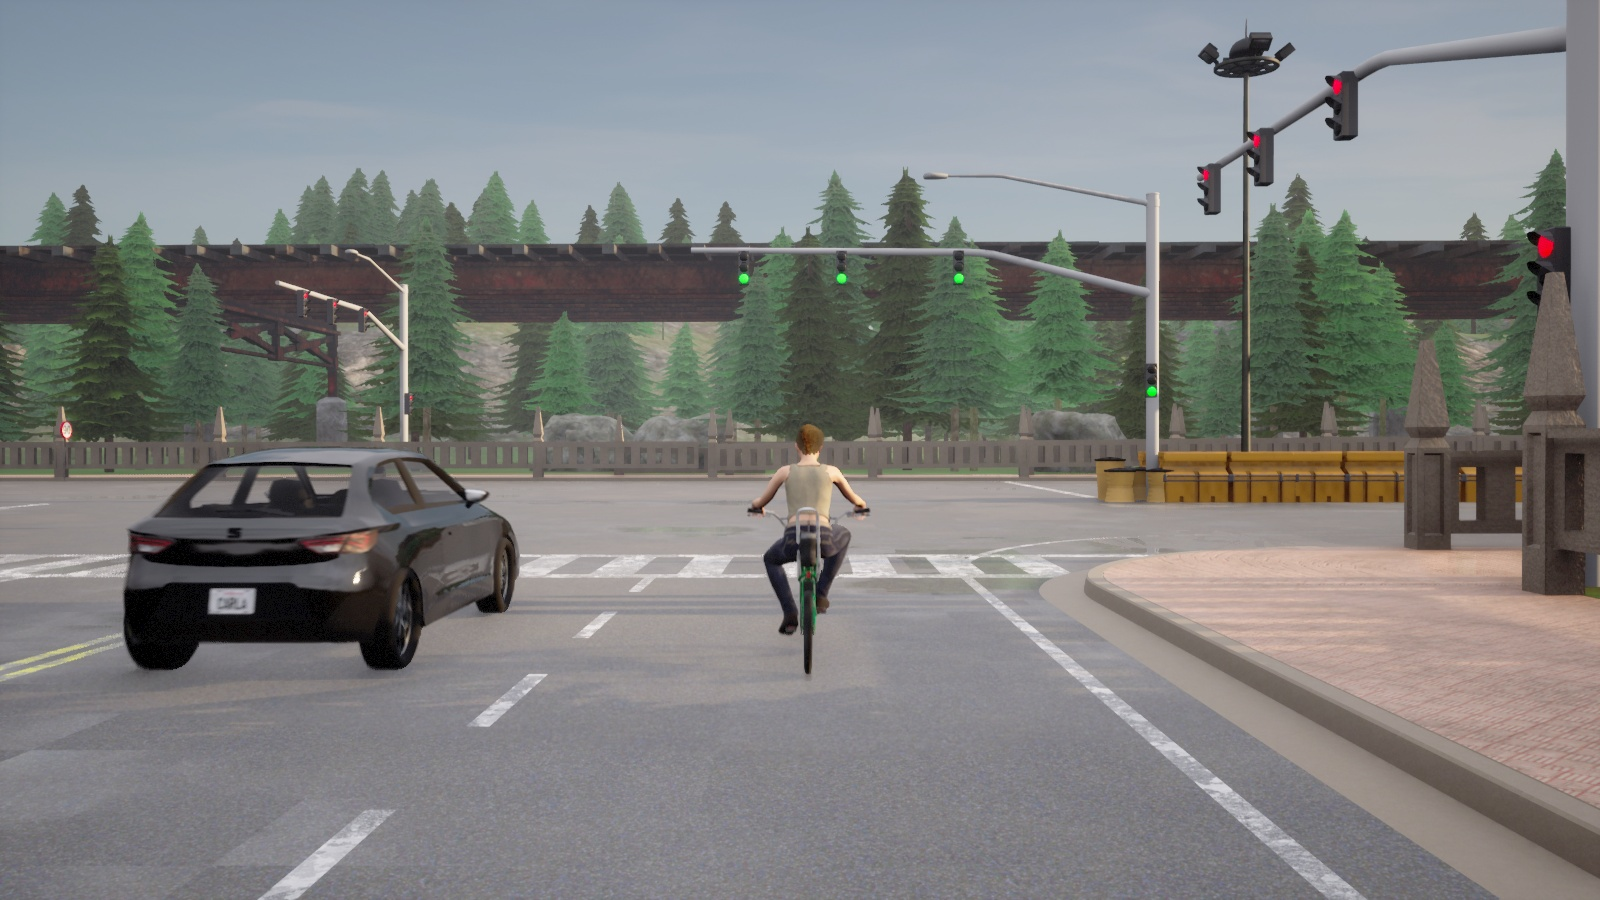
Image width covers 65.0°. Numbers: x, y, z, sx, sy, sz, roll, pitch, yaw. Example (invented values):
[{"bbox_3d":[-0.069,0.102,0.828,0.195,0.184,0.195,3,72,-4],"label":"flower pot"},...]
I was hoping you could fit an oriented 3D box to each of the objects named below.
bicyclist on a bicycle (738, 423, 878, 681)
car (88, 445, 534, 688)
[{"bbox_3d":[0.058,0.635,8.594,0.866,1.612,1.509,0,0,1],"label":"bicyclist on a bicycle"},{"bbox_3d":[-3.433,0.703,9.767,1.816,1.474,4.193,0,0,0],"label":"car"}]
